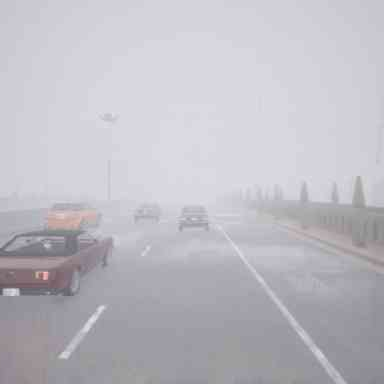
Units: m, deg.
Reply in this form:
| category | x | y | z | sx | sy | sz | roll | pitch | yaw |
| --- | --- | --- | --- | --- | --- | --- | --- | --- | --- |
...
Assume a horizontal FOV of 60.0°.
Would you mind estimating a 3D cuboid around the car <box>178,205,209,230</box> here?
| category | x | y | z | sx | sy | sz | roll | pitch | yaw |
| --- | --- | --- | --- | --- | --- | --- | --- | --- | --- |
| car | 0.111 | 1.548 | 21.021 | 2.033 | 1.411 | 5.357 | 0 | 0 | 0 |

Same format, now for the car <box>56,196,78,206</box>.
| category | x | y | z | sx | sy | sz | roll | pitch | yaw |
| --- | --- | --- | --- | --- | --- | --- | --- | --- | --- |
| car | -21.010 | 1.507 | 56.221 | 1.882 | 1.535 | 5.008 | 0 | 0 | 1 |

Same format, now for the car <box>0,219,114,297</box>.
| category | x | y | z | sx | sy | sz | roll | pitch | yaw |
| --- | --- | --- | --- | --- | --- | --- | --- | --- | --- |
| car | -3.395 | 1.601 | 8.501 | 1.895 | 1.301 | 4.718 | 0 | 0 | 0 |

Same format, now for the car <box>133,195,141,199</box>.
| category | x | y | z | sx | sy | sz | roll | pitch | yaw |
| --- | --- | --- | --- | --- | --- | --- | --- | --- | --- |
| car | -14.131 | 1.592 | 85.983 | 1.882 | 1.535 | 5.008 | 0 | 0 | -4 |

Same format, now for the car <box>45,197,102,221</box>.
| category | x | y | z | sx | sy | sz | roll | pitch | yaw |
| --- | --- | --- | --- | --- | --- | --- | --- | --- | --- |
| car | -6.890 | 1.353 | 19.761 | 2.097 | 1.767 | 4.553 | 0 | 0 | 0 |

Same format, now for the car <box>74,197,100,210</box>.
| category | x | y | z | sx | sy | sz | roll | pitch | yaw |
| --- | --- | --- | --- | --- | --- | --- | --- | --- | --- |
| car | -14.057 | 1.489 | 44.651 | 1.882 | 1.535 | 5.008 | 0 | 0 | 0 |

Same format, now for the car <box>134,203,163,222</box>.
| category | x | y | z | sx | sy | sz | roll | pitch | yaw |
| --- | --- | --- | --- | --- | --- | --- | --- | --- | --- |
| car | -3.387 | 1.548 | 26.512 | 2.033 | 1.411 | 5.357 | 0 | 0 | 0 |

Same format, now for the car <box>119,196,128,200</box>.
| category | x | y | z | sx | sy | sz | roll | pitch | yaw |
| --- | --- | --- | --- | --- | --- | --- | --- | --- | --- |
| car | -17.616 | 1.664 | 85.661 | 2.033 | 1.411 | 5.357 | 0 | 0 | -4 |
